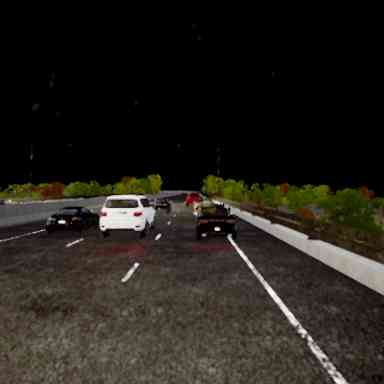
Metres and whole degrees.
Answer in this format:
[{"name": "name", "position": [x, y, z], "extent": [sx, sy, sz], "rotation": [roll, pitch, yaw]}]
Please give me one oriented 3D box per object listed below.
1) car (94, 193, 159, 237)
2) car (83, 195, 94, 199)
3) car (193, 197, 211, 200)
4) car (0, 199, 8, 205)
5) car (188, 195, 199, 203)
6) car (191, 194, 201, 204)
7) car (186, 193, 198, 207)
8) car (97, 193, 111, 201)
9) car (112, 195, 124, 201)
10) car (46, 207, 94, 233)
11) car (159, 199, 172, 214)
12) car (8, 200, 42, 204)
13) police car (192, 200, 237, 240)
[{"name": "car", "position": [-3.326, 1.211, 18.090], "extent": [2.150, 2.045, 5.566], "rotation": [0, 0, 0]}, {"name": "car", "position": [-24.167, 1.310, 78.194], "extent": [1.994, 1.385, 4.181], "rotation": [0, 0, 0]}, {"name": "car", "position": [1.164, 1.440, 27.241], "extent": [1.801, 1.575, 5.366], "rotation": [0, 0, 0]}, {"name": "car", "position": [-20.943, 1.526, 36.655], "extent": [2.033, 1.411, 5.357], "rotation": [0, 0, 0]}, {"name": "car", "position": [0.293, 1.439, 68.747], "extent": [2.128, 1.511, 4.902], "rotation": [0, 0, 0]}, {"name": "car", "position": [1.188, 1.332, 33.021], "extent": [2.097, 1.767, 4.553], "rotation": [0, 0, 0]}, {"name": "car", "position": [0.219, 1.190, 51.529], "extent": [2.150, 2.045, 5.566], "rotation": [0, 0, 0]}, {"name": "car", "position": [-20.667, 1.112, 78.209], "extent": [2.097, 1.767, 4.553], "rotation": [0, 0, 0]}, {"name": "car", "position": [-17.170, 1.327, 77.331], "extent": [1.812, 1.442, 4.674], "rotation": [0, 0, 0]}, {"name": "car", "position": [-6.821, 1.553, 19.469], "extent": [1.994, 1.385, 4.181], "rotation": [0, 0, 0]}, {"name": "car", "position": [-3.250, 1.470, 35.793], "extent": [2.128, 1.511, 4.902], "rotation": [0, 0, 0]}, {"name": "car", "position": [-17.445, 1.580, 36.030], "extent": [1.895, 1.301, 4.718], "rotation": [0, 0, 0]}, {"name": "police car", "position": [1.120, 1.416, 17.161], "extent": [1.930, 1.638, 5.238], "rotation": [0, 0, 0]}]
